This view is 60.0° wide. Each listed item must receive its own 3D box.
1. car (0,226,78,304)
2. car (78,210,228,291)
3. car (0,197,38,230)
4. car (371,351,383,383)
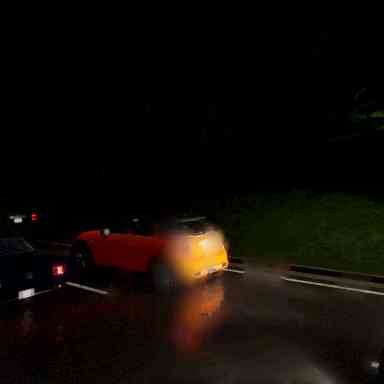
[{"bbox_3d":[-4.881,1.601,7.476,4.718,1.301,1.895,0,0,35],"label":"car"},{"bbox_3d":[-1.355,1.352,9.263,4.553,1.767,2.097,0,0,36],"label":"car"},{"bbox_3d":[-9.102,1.222,14.788,5.566,2.045,2.150,0,0,36],"label":"car"},{"bbox_3d":[3.691,1.547,1.353,5.357,1.411,2.033,0,0,35],"label":"car"}]
